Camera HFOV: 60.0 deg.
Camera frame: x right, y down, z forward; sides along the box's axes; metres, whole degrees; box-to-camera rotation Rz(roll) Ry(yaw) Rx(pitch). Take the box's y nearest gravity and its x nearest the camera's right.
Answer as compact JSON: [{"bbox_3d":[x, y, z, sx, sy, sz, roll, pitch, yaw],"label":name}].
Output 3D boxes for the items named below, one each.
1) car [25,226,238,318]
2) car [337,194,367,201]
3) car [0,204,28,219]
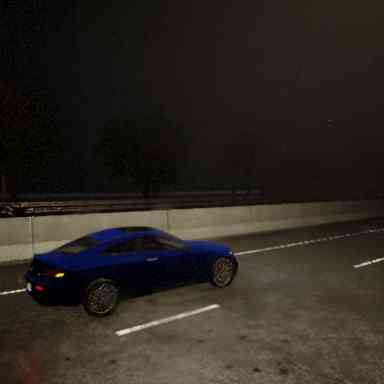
[{"bbox_3d":[-1.072,1.495,7.350,4.674,1.442,1.812,-1,0,-37],"label":"car"},{"bbox_3d":[19.266,1.085,40.120,4.892,1.490,1.837,-1,1,-37],"label":"car"},{"bbox_3d":[-12.884,1.498,20.630,4.892,1.490,1.837,-1,0,-37],"label":"car"}]
